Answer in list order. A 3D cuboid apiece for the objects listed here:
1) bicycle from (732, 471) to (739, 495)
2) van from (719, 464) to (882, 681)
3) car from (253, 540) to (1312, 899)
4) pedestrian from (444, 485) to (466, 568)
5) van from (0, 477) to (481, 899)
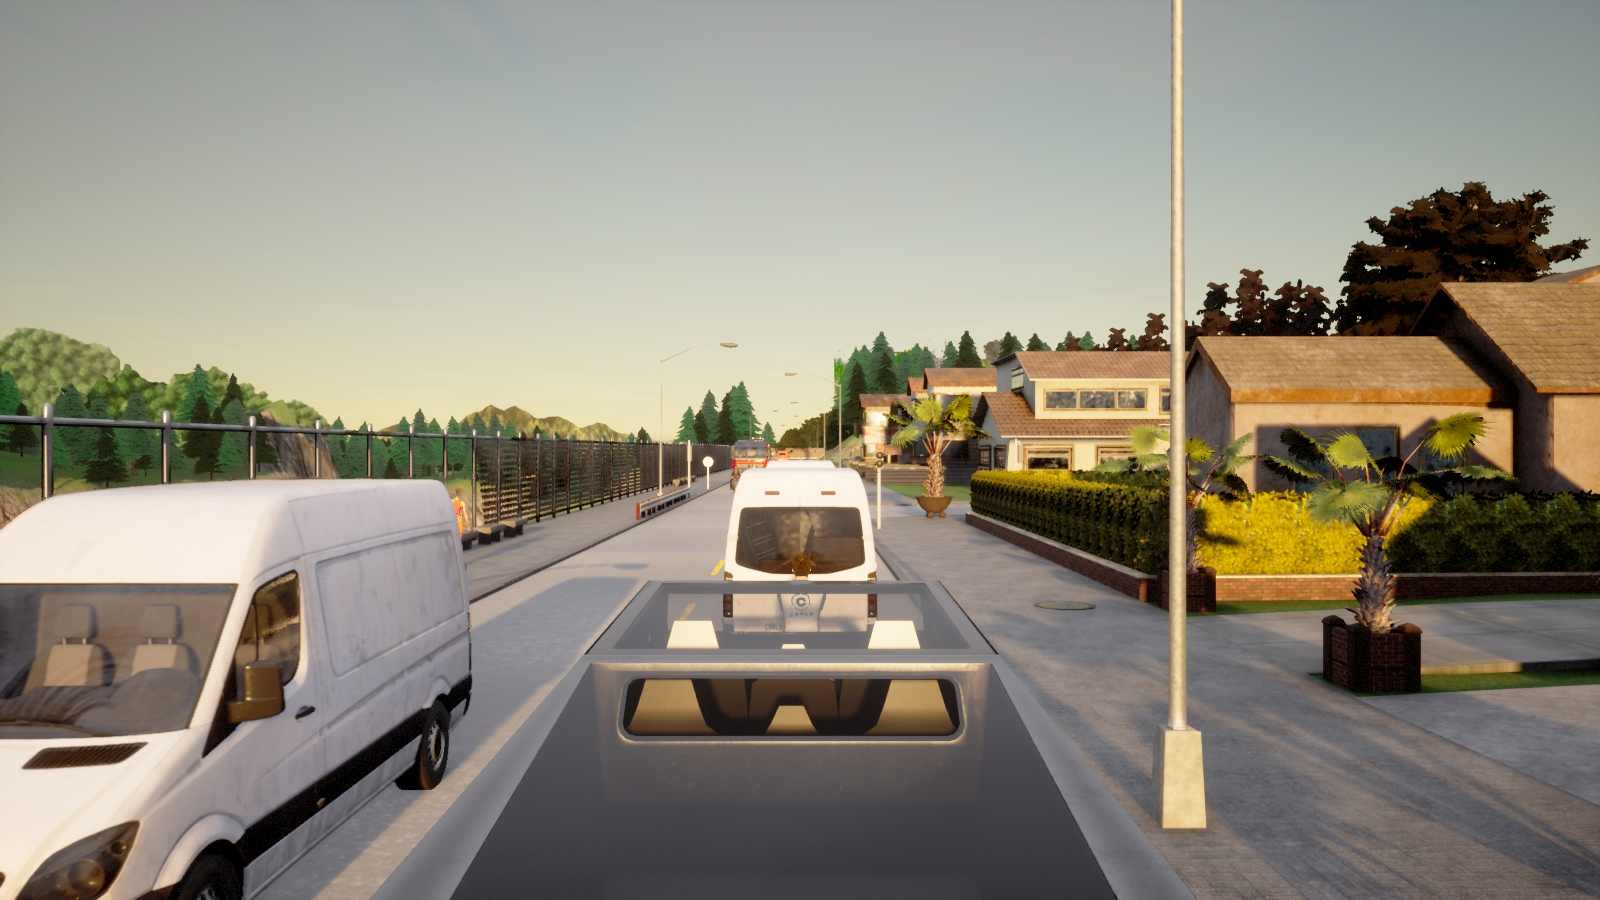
[{"bbox_3d":[-3.968,2.033,70.454,0.329,1.471,1.835,0,0,0],"label":"bicycle"},{"bbox_3d":[0.009,1.528,16.844,1.988,2.561,5.915,0,0,0],"label":"van"},{"bbox_3d":[-0.034,1.751,5.716,2.390,2.098,6.274,0,0,0],"label":"car"},{"bbox_3d":[-7.847,1.734,25.987,0.375,1.860,0.375,0,0,0],"label":"pedestrian"},{"bbox_3d":[-3.993,1.532,7.778,1.988,2.561,5.915,0,0,0],"label":"van"}]
